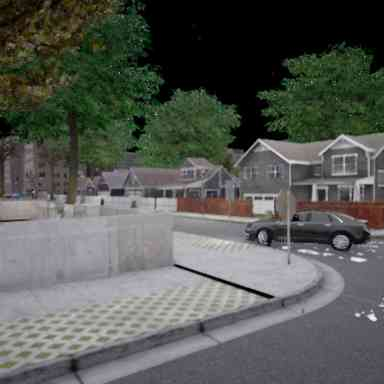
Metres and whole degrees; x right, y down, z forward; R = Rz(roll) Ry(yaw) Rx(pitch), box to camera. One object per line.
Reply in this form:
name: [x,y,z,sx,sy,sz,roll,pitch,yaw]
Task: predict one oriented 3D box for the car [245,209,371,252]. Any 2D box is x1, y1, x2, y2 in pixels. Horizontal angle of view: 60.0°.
car: [4.675,1.497,13.836,4.892,1.490,1.837,0,-1,24]
